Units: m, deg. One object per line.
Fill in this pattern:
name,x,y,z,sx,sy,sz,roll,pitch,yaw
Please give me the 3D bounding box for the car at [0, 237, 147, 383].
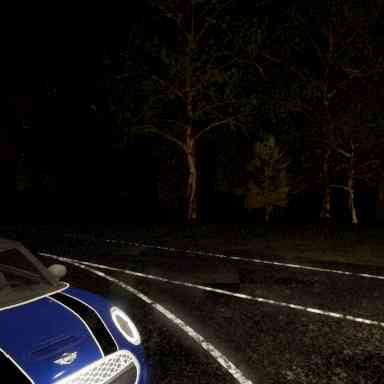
car,-2.666,1.338,3.771,4.553,1.767,2.097,1,0,35
